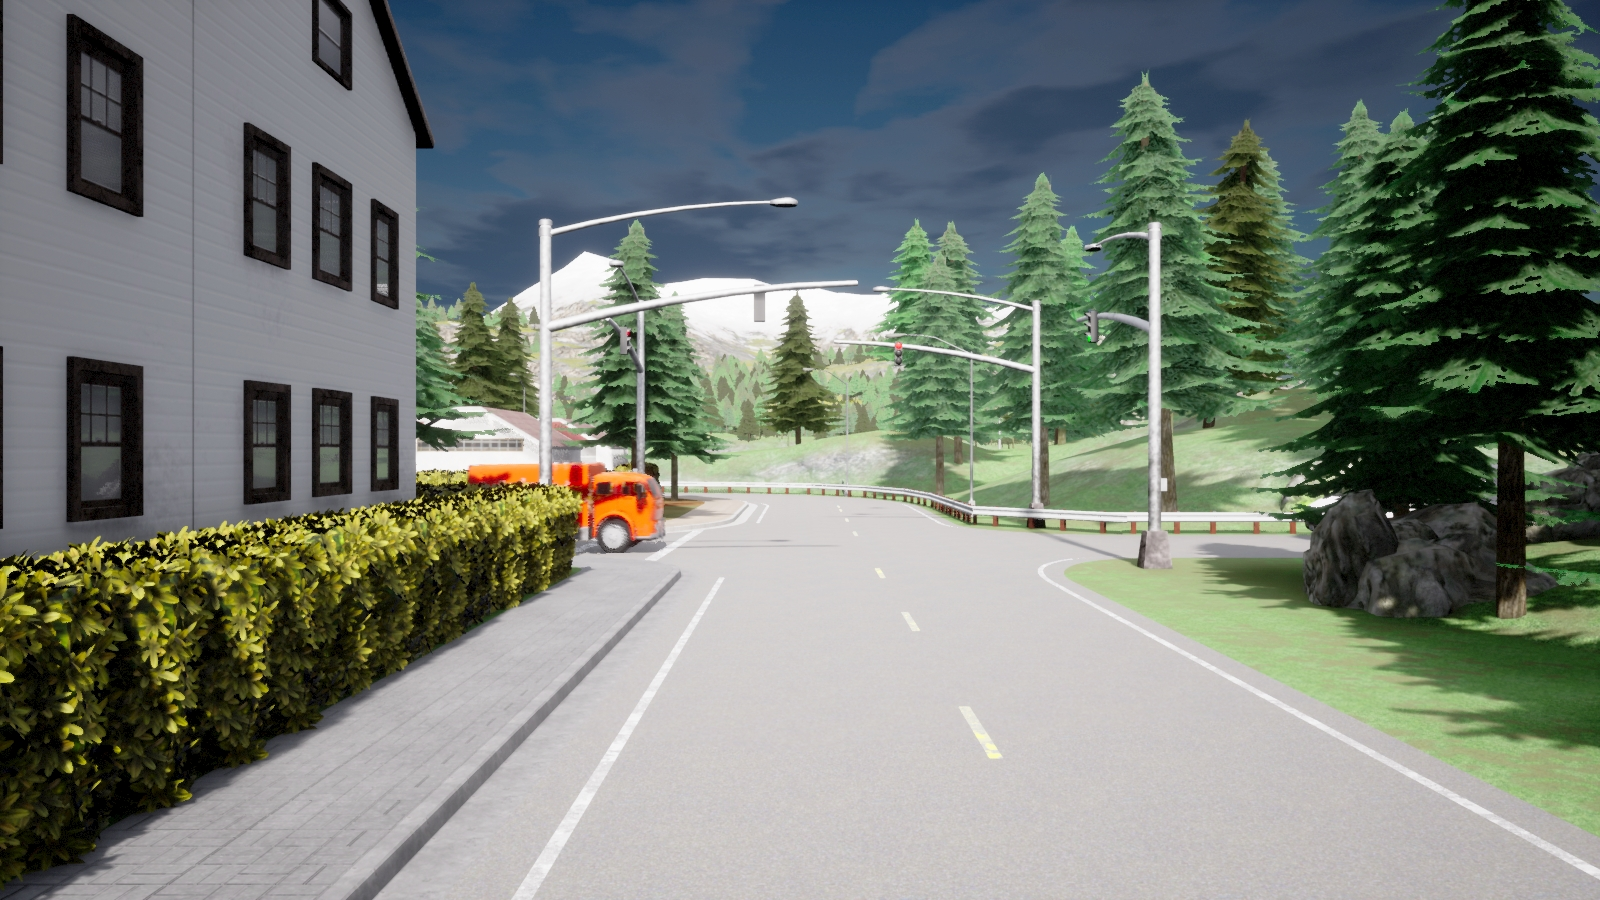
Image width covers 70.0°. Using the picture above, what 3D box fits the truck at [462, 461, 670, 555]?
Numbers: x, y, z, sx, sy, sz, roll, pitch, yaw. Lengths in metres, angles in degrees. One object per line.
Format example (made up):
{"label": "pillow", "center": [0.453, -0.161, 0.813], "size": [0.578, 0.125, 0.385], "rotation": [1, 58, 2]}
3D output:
{"label": "truck", "center": [-6.440, 1.566, 31.924], "size": [5.204, 2.467, 2.627], "rotation": [0, 0, 2]}
